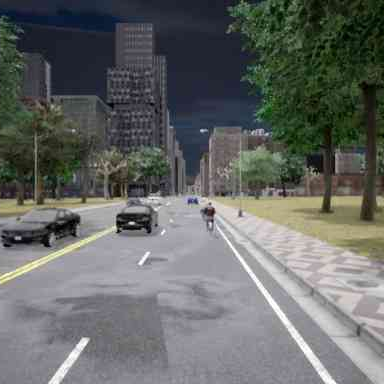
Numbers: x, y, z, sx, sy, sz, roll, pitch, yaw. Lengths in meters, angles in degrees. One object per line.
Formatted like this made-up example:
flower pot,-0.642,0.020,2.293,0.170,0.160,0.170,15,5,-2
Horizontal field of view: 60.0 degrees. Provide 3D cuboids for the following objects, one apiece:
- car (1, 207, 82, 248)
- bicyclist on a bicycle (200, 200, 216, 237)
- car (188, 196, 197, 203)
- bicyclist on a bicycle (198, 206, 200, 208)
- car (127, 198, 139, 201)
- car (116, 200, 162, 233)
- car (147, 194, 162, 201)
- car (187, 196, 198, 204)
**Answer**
car,-6.590,1.480,15.107,1.882,1.535,5.008,0,0,0
bicyclist on a bicycle,0.906,1.375,17.078,0.659,1.776,1.843,0,0,0
car,0.050,1.681,74.357,1.994,1.385,4.181,0,0,0
bicyclist on a bicycle,0.912,1.450,26.192,0.866,1.612,1.509,0,0,0
car,-9.792,1.641,55.751,1.994,1.385,4.181,0,0,0
car,-3.137,1.484,19.736,1.882,1.535,5.008,0,0,0
car,-6.534,1.308,58.266,2.150,2.045,5.566,0,-1,0
car,0.138,1.576,64.256,1.882,1.535,5.008,0,-1,0
